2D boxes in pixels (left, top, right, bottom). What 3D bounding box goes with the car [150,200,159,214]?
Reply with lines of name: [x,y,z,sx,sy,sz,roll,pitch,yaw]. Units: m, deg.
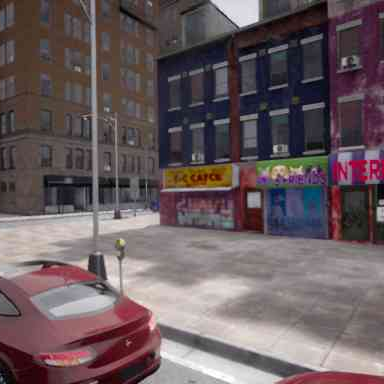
car: [-1.968,1.271,32.636,1.882,1.535,5.008,-2,0,36]

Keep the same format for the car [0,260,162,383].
car: [-2.280,1.593,4.441,4.206,1.307,1.802,0,-1,35]

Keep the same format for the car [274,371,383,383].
car: [2.154,1.579,1.291,4.206,1.307,1.802,0,-1,35]
